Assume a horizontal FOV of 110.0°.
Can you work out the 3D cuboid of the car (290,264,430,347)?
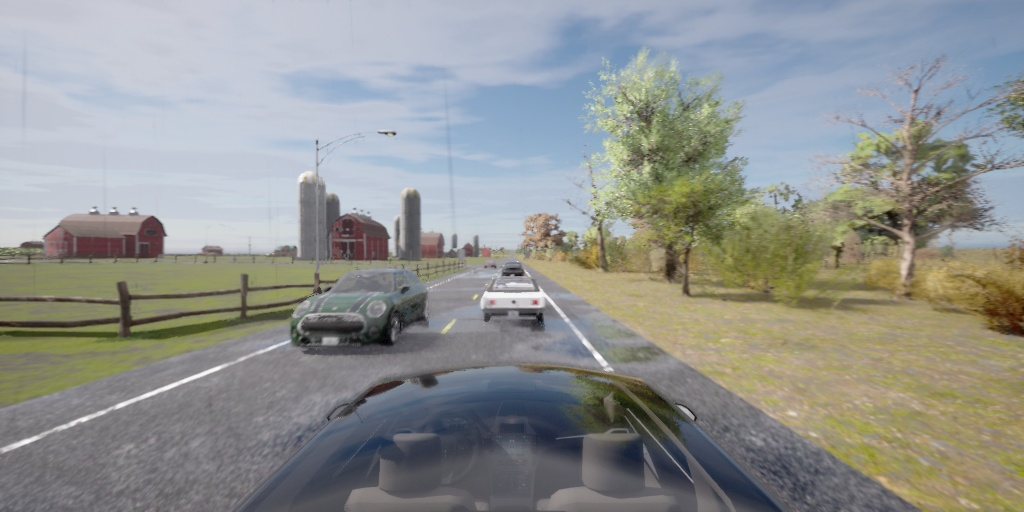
[{"bbox_3d":[-3.652,1.122,9.457,2.097,1.767,4.553,0,0,0],"label":"car"}]

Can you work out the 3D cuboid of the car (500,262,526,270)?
[{"bbox_3d":[0.088,1.251,30.295,1.837,1.490,4.892,0,0,0],"label":"car"}]

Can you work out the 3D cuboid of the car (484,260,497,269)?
[{"bbox_3d":[-3.452,1.290,57.227,1.812,1.442,4.674,0,0,0],"label":"car"}]

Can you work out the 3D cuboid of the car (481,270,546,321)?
[{"bbox_3d":[0.054,1.349,12.419,1.895,1.301,4.718,0,0,0],"label":"car"}]
